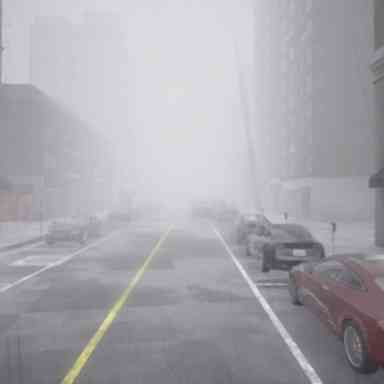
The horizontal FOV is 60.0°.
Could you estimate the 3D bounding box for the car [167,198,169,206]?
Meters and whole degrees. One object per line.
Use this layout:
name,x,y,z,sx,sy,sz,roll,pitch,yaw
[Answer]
car,-5.664,2.273,71.684,1.802,1.307,4.206,0,-1,0

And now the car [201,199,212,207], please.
car,2.862,2.189,66.168,2.008,1.369,4.403,0,-1,0

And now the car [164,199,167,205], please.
car,-5.664,2.098,55.109,1.947,1.339,4.313,0,-1,0

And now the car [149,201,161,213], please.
car,-5.665,1.972,44.060,1.887,1.381,4.507,0,-1,0

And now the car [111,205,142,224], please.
car,-5.666,1.813,27.486,1.887,1.381,4.507,0,-1,0

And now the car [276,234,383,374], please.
car,2.858,1.637,5.410,1.802,1.307,4.206,0,-1,0

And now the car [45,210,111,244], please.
car,-5.667,1.713,16.436,2.008,1.369,4.403,0,-1,0

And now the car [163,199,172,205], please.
car,-5.663,2.309,77.209,1.947,1.339,4.313,0,-1,0

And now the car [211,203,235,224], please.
car,2.860,1.835,27.505,1.947,1.339,4.313,0,-1,0

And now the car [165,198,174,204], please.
car,-5.663,2.236,82.735,1.967,1.590,4.097,0,-1,0

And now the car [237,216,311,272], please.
car,2.858,1.674,10.934,1.947,1.339,4.313,0,-1,0

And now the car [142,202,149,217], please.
car,-5.666,1.904,33.010,1.802,1.307,4.206,0,-1,0

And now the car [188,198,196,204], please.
car,0.005,2.232,82.839,1.895,1.301,4.718,0,-1,0

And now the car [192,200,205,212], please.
car,0.902,1.964,47.408,1.837,1.490,4.892,0,-1,0

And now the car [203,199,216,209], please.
car,2.861,1.973,55.122,1.967,1.590,4.097,0,-1,0

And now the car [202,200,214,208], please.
car,2.862,2.136,60.645,2.008,1.369,4.403,0,-1,0

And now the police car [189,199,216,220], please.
police car,0.901,1.733,31.520,1.930,1.638,5.238,0,-1,0

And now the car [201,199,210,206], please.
car,2.862,2.257,71.691,1.947,1.339,4.313,0,-1,0

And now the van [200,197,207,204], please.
van,2.863,2.137,82.740,1.690,1.788,3.998,0,-1,0

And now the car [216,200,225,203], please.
car,2.860,1.849,33.198,1.752,1.417,4.829,0,-1,0

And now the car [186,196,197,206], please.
car,0.004,1.867,67.950,2.150,2.045,5.566,0,-1,0

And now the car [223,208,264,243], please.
car,2.859,1.713,16.458,2.008,1.369,4.403,0,-1,0

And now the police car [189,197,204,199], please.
police car,0.902,1.829,41.519,1.930,1.638,5.238,0,-1,0

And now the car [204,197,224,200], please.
car,2.861,1.690,38.553,2.192,1.841,5.009,0,-1,0

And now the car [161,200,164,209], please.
car,-5.665,2.046,49.584,1.947,1.339,4.313,0,-1,0

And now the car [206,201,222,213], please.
car,2.861,1.954,44.245,1.752,1.417,4.829,0,-1,0

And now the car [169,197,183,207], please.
car,-3.005,2.159,65.702,1.812,1.442,4.674,0,0,0

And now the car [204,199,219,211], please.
car,2.861,1.920,49.599,1.967,1.590,4.097,0,-1,0

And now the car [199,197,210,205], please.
car,2.863,2.059,77.217,2.192,1.841,5.009,0,-1,0
